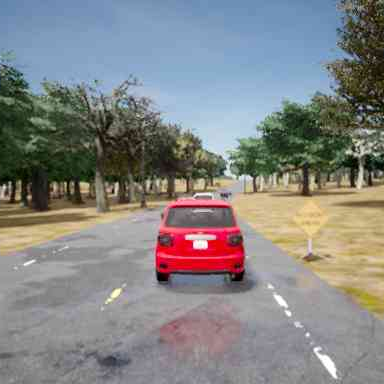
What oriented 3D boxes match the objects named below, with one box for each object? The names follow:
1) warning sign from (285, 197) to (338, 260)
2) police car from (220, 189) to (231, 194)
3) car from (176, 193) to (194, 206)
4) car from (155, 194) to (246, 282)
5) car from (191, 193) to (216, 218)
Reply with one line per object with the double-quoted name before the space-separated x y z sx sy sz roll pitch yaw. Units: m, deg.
"warning sign" 3.692 1.095 10.414 1.300 1.860 1.060 0 0 1
"police car" 7.743 0.488 79.809 1.930 1.638 5.238 0 2 9
"car" -1.022 1.051 48.844 2.097 1.767 4.553 0 1 6
"car" 0.207 1.204 9.846 2.150 2.045 5.566 0 0 0
"car" 1.153 1.152 30.814 2.150 2.045 5.566 0 0 4
